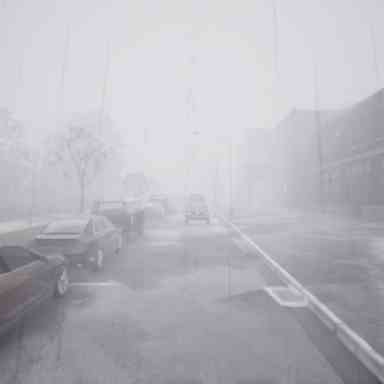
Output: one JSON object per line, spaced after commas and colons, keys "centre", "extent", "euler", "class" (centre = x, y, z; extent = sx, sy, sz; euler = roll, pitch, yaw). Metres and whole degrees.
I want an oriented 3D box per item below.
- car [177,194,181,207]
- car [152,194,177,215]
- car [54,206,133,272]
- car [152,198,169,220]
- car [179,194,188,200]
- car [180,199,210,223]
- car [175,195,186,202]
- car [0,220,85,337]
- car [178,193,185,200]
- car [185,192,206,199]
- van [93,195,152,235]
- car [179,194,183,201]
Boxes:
{"centre": [-3.122, 1.470, 44.106], "extent": [2.097, 1.535, 5.008], "euler": [0, 0, 3], "class": "car"}
{"centre": [-3.246, 1.247, 34.222], "extent": [2.435, 2.045, 5.566], "euler": [0, 0, 1], "class": "car"}
{"centre": [-3.535, 1.472, 10.823], "extent": [2.231, 1.521, 4.892], "euler": [0, 1, -1], "class": "car"}
{"centre": [-3.329, 1.527, 27.478], "extent": [2.002, 1.452, 4.674], "euler": [0, 0, 1], "class": "car"}
{"centre": [-2.507, 1.361, 93.988], "extent": [2.185, 1.767, 4.553], "euler": [0, 0, 3], "class": "car"}
{"centre": [0.396, 1.529, 25.236], "extent": [2.033, 1.411, 5.357], "euler": [0, 0, 1], "class": "car"}
{"centre": [-2.711, 1.504, 77.383], "extent": [2.097, 1.535, 5.008], "euler": [0, 0, 3], "class": "car"}
{"centre": [-3.605, 1.505, 5.312], "extent": [2.163, 1.488, 4.792], "euler": [0, 1, -1], "class": "car"}
{"centre": [-2.920, 1.492, 59.905], "extent": [1.946, 1.575, 5.366], "euler": [0, 0, 3], "class": "car"}
{"centre": [0.613, 1.204, 42.802], "extent": [2.150, 2.045, 5.566], "euler": [0, 0, 1], "class": "car"}
{"centre": [-3.460, 1.266, 16.507], "extent": [1.878, 1.987, 4.442], "euler": [0, 0, 3], "class": "van"}
{"centre": [-3.054, 1.486, 49.653], "extent": [2.097, 1.535, 5.008], "euler": [0, 0, 3], "class": "car"}
